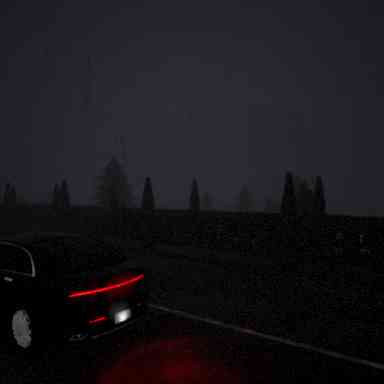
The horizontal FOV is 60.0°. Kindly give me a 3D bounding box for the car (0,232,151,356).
[{"bbox_3d":[-2.951,1.511,6.126,4.892,1.490,1.837,0,0,35],"label":"car"}]
